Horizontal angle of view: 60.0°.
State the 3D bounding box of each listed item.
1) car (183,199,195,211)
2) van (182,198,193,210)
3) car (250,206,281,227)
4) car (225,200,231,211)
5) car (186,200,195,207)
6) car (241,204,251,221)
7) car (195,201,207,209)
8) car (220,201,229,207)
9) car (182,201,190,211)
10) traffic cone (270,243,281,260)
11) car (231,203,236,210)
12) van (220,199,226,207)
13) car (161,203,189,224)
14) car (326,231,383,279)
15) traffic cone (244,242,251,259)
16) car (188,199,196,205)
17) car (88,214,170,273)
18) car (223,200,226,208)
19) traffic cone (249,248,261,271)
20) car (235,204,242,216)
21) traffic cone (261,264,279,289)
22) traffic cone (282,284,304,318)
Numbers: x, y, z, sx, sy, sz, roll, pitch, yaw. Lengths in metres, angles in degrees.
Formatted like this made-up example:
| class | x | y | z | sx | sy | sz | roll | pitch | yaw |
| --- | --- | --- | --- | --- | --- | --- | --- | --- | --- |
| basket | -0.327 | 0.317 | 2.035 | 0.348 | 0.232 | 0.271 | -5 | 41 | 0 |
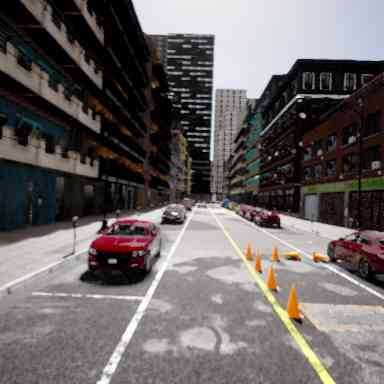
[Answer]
| class | x | y | z | sx | sy | sz | roll | pitch | yaw |
| --- | --- | --- | --- | --- | --- | --- | --- | --- | --- |
| car | -0.942 | 2.152 | 50.828 | 1.887 | 1.381 | 4.507 | 3 | -1 | 2 |
| van | -0.778 | 2.030 | 56.516 | 1.690 | 1.788 | 3.998 | 3 | -1 | 2 |
| car | 6.312 | 2.153 | 27.871 | 1.802 | 1.307 | 4.206 | 3 | -1 | 2 |
| car | 7.091 | 2.494 | 56.476 | 1.752 | 1.417 | 4.829 | 2 | -1 | 2 |
| car | -0.325 | 2.483 | 73.575 | 1.887 | 1.381 | 4.507 | 2 | -1 | 2 |
| car | 6.468 | 2.193 | 33.559 | 1.887 | 1.381 | 4.507 | 3 | -1 | 2 |
| car | 1.979 | 2.493 | 64.263 | 1.895 | 1.301 | 4.718 | 2 | -1 | 2 |
| car | 7.708 | 2.829 | 79.224 | 1.752 | 1.417 | 4.829 | 2 | -1 | 2 |
| car | -1.409 | 1.894 | 33.596 | 1.752 | 1.417 | 4.829 | 3 | -1 | 2 |
| traffic cone | 3.140 | 2.221 | 12.491 | 0.340 | 0.580 | 0.340 | 2 | -1 | 2 |
| car | 6.782 | 2.332 | 45.103 | 1.752 | 1.417 | 4.829 | 3 | -1 | 2 |
| van | 7.557 | 2.558 | 73.369 | 1.690 | 1.788 | 3.998 | 2 | -1 | 2 |
| car | -1.560 | 1.844 | 28.078 | 2.008 | 1.369 | 4.403 | 3 | -1 | 2 |
| car | 5.848 | 1.923 | 10.809 | 1.802 | 1.307 | 4.206 | 3 | -1 | 2 |
| traffic cone | 2.141 | 2.186 | 12.519 | 0.340 | 0.580 | 0.340 | 2 | -1 | 2 |
| car | -0.016 | 2.653 | 84.950 | 1.887 | 1.381 | 4.507 | 2 | -1 | 2 |
| car | -2.023 | 1.608 | 11.016 | 1.887 | 1.381 | 4.507 | 3 | -1 | 2 |
| car | 7.238 | 2.630 | 61.992 | 1.802 | 1.307 | 4.206 | 2 | -1 | 2 |
| traffic cone | 2.087 | 2.159 | 10.519 | 0.340 | 0.580 | 0.340 | 2 | -1 | 2 |
| car | 6.622 | 2.271 | 39.246 | 1.887 | 1.381 | 4.507 | 3 | -1 | 2 |
| traffic cone | 2.032 | 2.132 | 8.520 | 0.340 | 0.580 | 0.340 | 2 | -1 | 2 |
| traffic cone | 1.978 | 2.106 | 6.521 | 0.340 | 0.580 | 0.340 | 2 | -1 | 2 |
